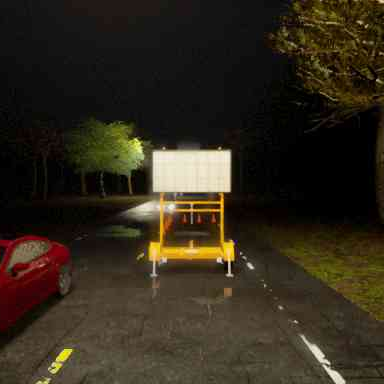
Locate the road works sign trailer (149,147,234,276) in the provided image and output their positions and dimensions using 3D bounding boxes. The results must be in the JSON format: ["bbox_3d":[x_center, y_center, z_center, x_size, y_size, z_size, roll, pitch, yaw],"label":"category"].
[{"bbox_3d":[-0.006,0.433,10.176,2.380,3.560,2.880,0,0,0],"label":"road works sign trailer"}]

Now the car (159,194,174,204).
[{"bbox_3d":[-3.631,1.016,47.865,1.895,1.301,4.718,0,2,0],"label":"car"}]

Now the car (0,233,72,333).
[{"bbox_3d":[-3.604,1.515,5.800,1.812,1.442,4.674,0,0,0],"label":"car"}]
